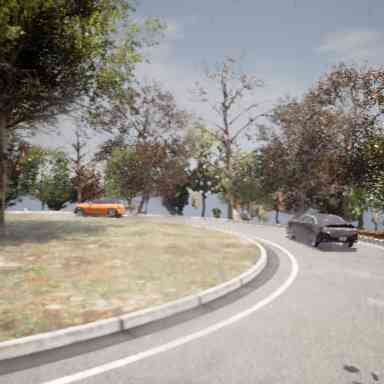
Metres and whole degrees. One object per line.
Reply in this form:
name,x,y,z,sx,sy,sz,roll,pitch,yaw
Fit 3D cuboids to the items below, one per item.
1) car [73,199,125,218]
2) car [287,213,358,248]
car,-8.613,1.380,30.863,4.553,1.767,2.097,2,0,7
car,6.328,1.822,16.707,2.128,1.511,4.902,2,-1,-4
